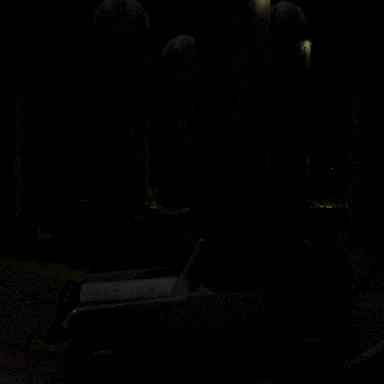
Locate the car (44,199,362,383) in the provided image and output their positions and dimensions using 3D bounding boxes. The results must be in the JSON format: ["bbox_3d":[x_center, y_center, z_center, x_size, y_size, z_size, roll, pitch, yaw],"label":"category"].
[{"bbox_3d":[0.241,1.210,4.538,3.866,1.878,1.905,-1,6,-7],"label":"car"}]
